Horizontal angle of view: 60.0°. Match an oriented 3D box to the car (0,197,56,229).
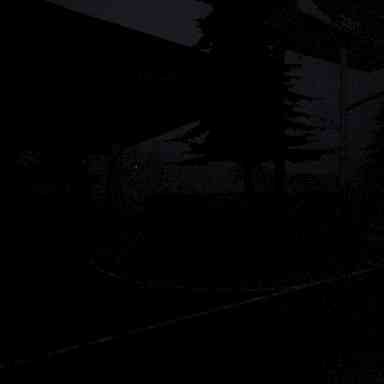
[{"bbox_3d":[-11.837,1.313,23.564,3.866,1.878,1.905,0,0,-36],"label":"car"}]
